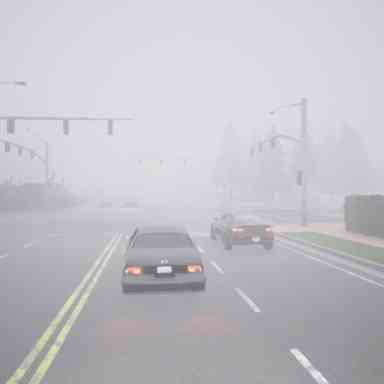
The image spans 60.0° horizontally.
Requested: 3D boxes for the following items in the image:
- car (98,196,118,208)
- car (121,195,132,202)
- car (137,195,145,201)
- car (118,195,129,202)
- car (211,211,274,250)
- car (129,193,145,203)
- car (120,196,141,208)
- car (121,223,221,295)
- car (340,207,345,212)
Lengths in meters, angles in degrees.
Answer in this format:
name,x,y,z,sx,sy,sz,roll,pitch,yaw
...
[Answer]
name,x,y,z,sx,sy,sz,roll,pitch,yaw
car,-12.308,1.452,48.155,1.882,1.535,5.008,0,0,-6
car,-15.649,1.472,79.522,2.128,1.511,4.902,0,0,-6
car,-12.170,1.471,79.902,1.812,1.442,4.674,0,0,-6
car,-14.130,1.529,65.413,1.994,1.385,4.181,0,0,-6
car,2.005,1.518,14.158,1.812,1.442,4.674,0,0,-7
car,-10.569,1.458,64.930,2.128,1.511,4.902,0,0,-6
car,-8.779,1.575,48.053,1.895,1.301,4.718,0,0,-6
car,-0.838,1.543,8.896,2.033,1.411,5.357,0,0,-7
car,17.653,1.531,32.977,5.357,1.411,2.033,0,0,-5
